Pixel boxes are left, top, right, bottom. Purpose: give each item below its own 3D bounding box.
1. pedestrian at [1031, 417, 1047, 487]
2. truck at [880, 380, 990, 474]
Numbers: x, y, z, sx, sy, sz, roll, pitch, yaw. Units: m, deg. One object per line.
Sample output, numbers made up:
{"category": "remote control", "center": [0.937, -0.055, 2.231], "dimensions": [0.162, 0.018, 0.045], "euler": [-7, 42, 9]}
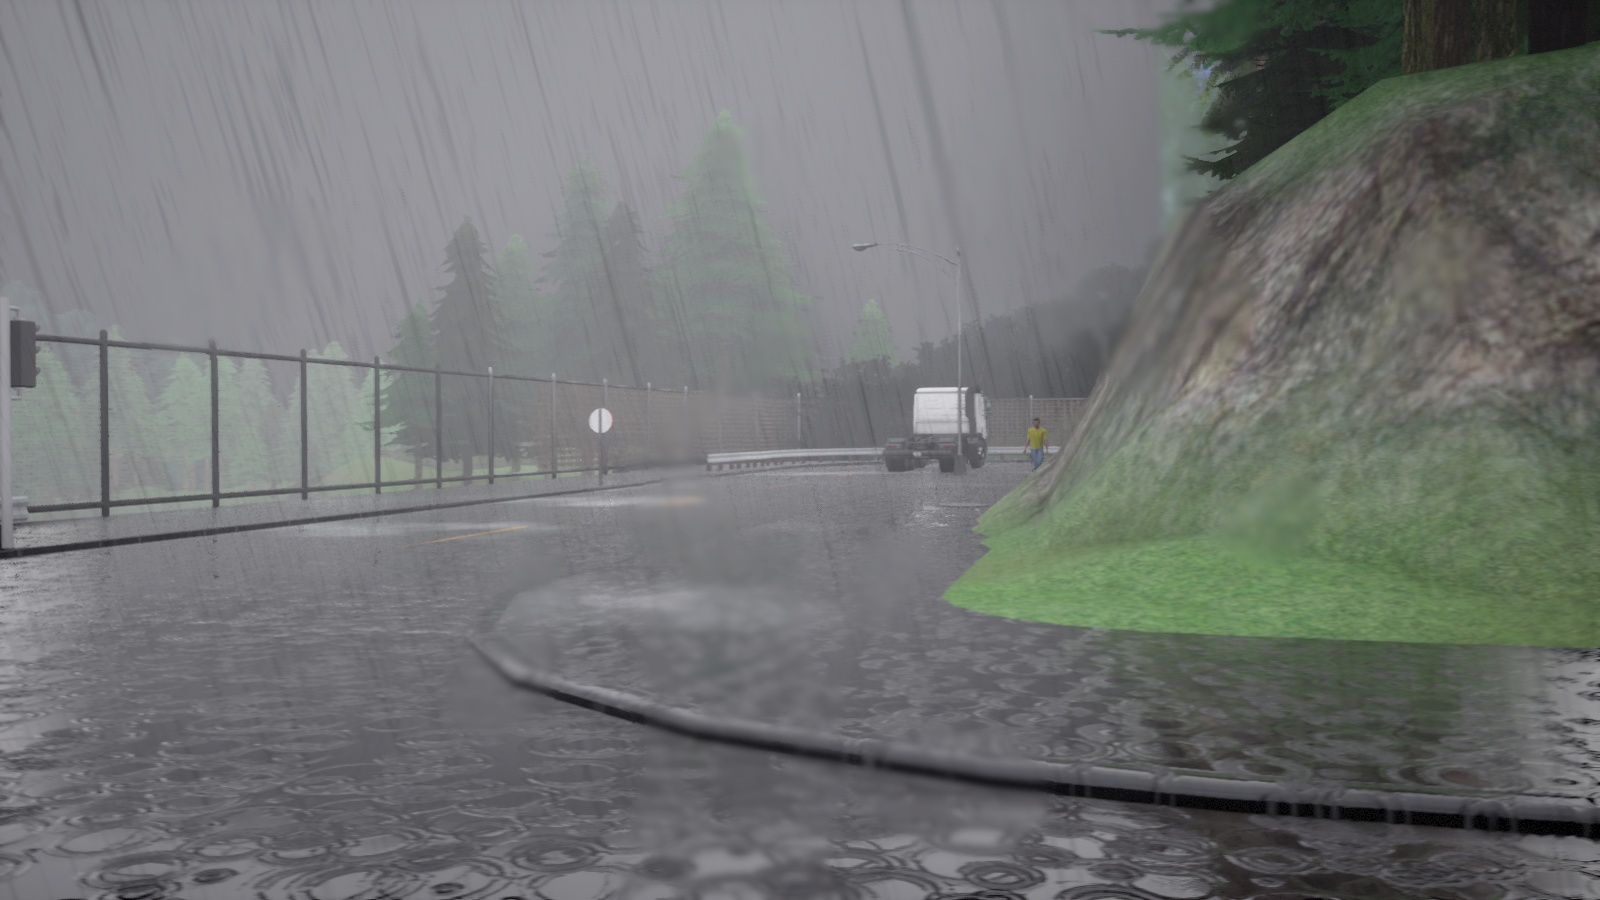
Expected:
{"category": "pedestrian", "center": [6.397, 0.049, 33.657], "dimensions": [0.354, 1.836, 0.706], "euler": [0, 1, 15]}
{"category": "truck", "center": [5.567, -0.901, 50.407], "dimensions": [2.891, 3.462, 7.936], "euler": [0, 1, 18]}
